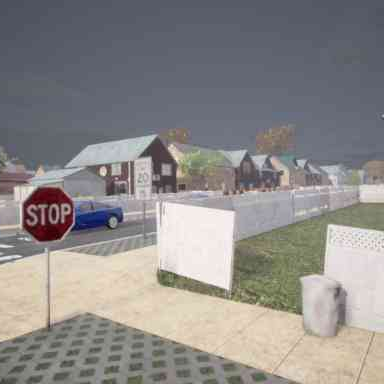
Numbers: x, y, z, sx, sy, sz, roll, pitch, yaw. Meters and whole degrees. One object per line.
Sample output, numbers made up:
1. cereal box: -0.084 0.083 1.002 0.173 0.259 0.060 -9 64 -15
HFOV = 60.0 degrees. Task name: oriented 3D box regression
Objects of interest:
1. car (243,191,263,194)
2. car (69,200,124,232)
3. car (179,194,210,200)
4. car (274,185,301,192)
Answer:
1. car: 5.896 0.654 32.755 1.882 1.535 5.008 -1 1 35
2. car: -5.621 1.191 16.380 1.882 1.535 5.008 -1 1 34
3. car: 0.065 0.925 24.504 1.882 1.535 5.008 -1 1 35
4. car: 11.876 0.122 41.180 2.150 2.045 5.566 -1 1 36
